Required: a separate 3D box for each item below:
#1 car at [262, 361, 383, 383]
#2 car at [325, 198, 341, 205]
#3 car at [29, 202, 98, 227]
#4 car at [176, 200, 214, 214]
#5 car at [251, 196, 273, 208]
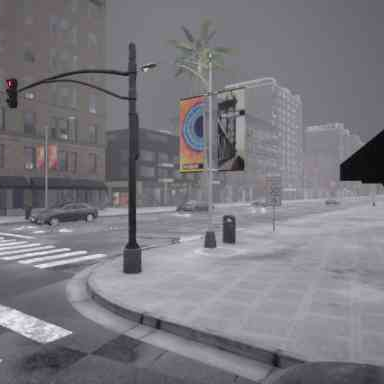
[{"bbox_3d":[2.184,1.550,1.293,4.403,1.369,2.008,0,0,35],"label":"car"},{"bbox_3d":[26.345,1.723,62.079,1.994,1.385,4.181,0,0,35],"label":"car"},{"bbox_3d":[-8.944,1.535,23.574,1.837,1.490,4.892,0,1,35],"label":"car"},{"bbox_3d":[0.457,1.611,36.926,2.033,1.411,5.357,0,0,35],"label":"car"},{"bbox_3d":[11.010,1.457,51.762,2.097,1.767,4.553,0,0,35],"label":"car"}]
